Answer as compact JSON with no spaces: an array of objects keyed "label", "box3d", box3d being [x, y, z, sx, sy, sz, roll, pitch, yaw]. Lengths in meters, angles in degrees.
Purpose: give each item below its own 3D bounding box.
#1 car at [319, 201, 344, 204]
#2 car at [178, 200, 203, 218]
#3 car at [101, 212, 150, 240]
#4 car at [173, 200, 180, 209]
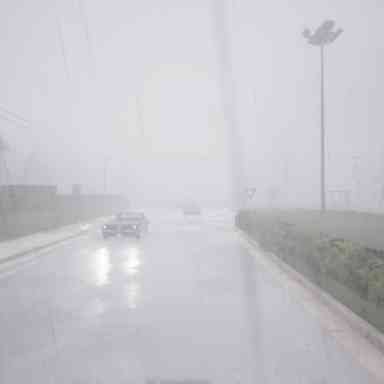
[{"label":"car","box3d":[22.362,2.019,51.188,5.357,1.411,2.033,0,-1,1]},{"label":"car","box3d":[0.032,1.806,34.079,2.128,1.511,4.902,0,-1,1]},{"label":"car","box3d":[-3.512,1.801,18.260,1.895,1.301,4.718,0,-1,0]},{"label":"car","box3d":[-1.357,1.977,50.967,1.837,1.490,4.892,2,-1,-22]}]
